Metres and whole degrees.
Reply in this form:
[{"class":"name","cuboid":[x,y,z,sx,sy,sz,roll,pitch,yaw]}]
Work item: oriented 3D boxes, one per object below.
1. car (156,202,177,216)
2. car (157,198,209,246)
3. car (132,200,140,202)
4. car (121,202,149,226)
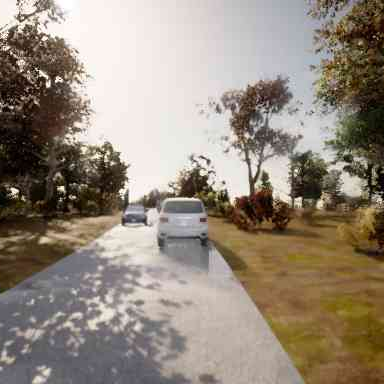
[{"class":"car","cuboid":[-3.029,1.956,38.798,2.033,1.411,5.357,0,-1,-9]},{"class":"car","cuboid":[-0.489,1.302,15.746,2.150,2.045,5.566,0,-1,-4]},{"class":"car","cuboid":[-10.970,2.375,65.053,2.097,1.767,4.553,1,-2,-11]},{"class":"car","cuboid":[-4.257,1.699,25.228,1.812,1.442,4.674,1,-1,-6]}]
